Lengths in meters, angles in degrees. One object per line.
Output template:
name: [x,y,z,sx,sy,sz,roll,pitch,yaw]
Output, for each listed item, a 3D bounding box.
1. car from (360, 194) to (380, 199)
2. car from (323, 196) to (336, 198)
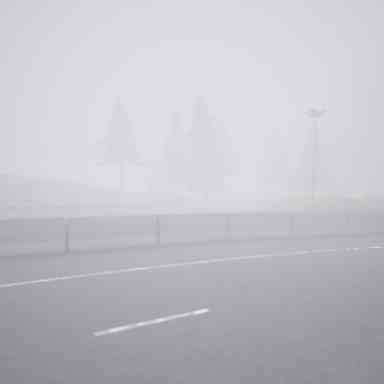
car: [32.986,1.162,61.769,4.553,1.767,2.097,0,1,-40]
car: [21.076,1.342,51.598,4.718,1.301,1.895,0,1,-41]
